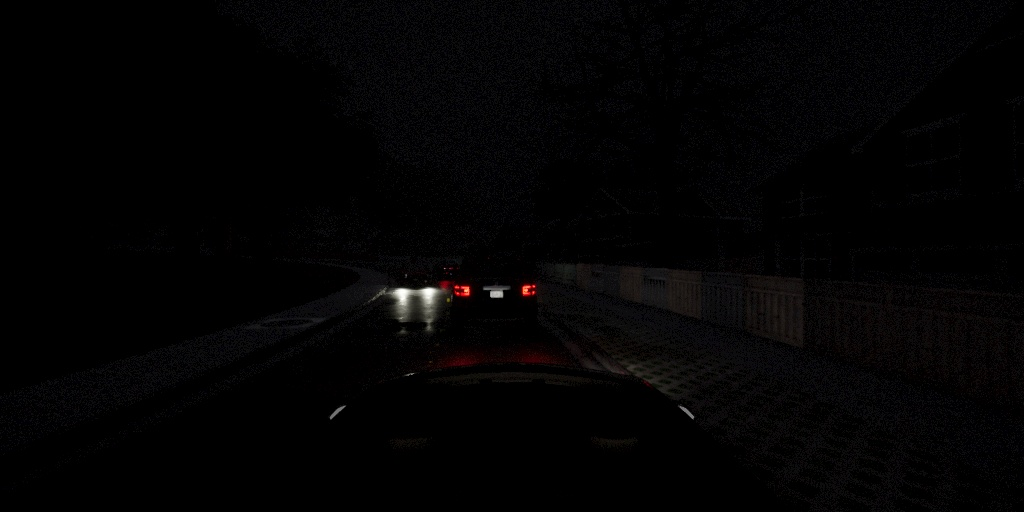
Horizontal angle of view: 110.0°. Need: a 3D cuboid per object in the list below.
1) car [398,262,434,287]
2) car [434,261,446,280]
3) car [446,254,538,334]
[{"bbox_3d":[-6.697,1.170,24.467,1.882,1.535,5.008,0,0,-18],"label":"car"},{"bbox_3d":[-5.498,1.163,29.956,2.128,1.511,4.902,0,0,-20],"label":"car"},{"bbox_3d":[-0.658,0.970,10.867,2.150,2.045,5.566,0,0,-7],"label":"car"}]
